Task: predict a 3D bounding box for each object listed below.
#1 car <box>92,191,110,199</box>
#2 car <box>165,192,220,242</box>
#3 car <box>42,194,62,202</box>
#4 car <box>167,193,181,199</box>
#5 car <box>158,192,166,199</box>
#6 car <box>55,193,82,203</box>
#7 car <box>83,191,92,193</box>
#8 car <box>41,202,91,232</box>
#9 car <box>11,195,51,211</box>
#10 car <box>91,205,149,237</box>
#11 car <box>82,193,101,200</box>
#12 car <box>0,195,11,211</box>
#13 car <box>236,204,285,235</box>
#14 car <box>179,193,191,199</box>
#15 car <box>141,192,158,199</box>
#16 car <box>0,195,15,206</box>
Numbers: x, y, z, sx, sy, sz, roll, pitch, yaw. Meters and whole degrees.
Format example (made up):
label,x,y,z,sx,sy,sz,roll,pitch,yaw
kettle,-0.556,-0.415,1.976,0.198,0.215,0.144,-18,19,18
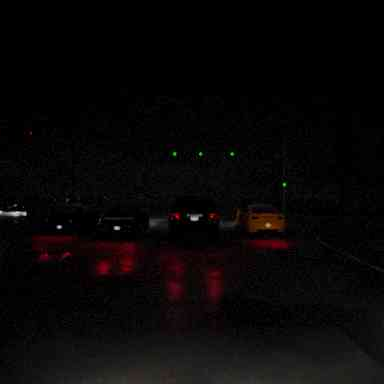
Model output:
label,x,y,z,sx,sy,sz,roll,pitch,yaw
car,-17.565,1.034,65.225,2.097,1.767,4.553,0,0,0
car,0.097,1.150,15.962,2.150,2.045,5.566,0,0,0
car,-28.187,1.213,67.165,2.033,1.411,5.357,0,0,-3
car,-5.048,1.081,92.002,2.033,1.411,5.357,0,0,-22
car,-8.257,1.028,90.600,1.882,1.535,5.008,0,0,-22
car,-17.534,1.125,46.579,2.097,1.767,4.553,0,0,0
car,-21.161,0.898,66.990,2.150,2.045,5.566,0,0,-3
car,-6.904,1.511,19.523,1.895,1.301,4.718,0,0,0
car,-17.593,1.386,36.723,1.994,1.385,4.181,0,0,0
car,-3.405,1.412,17.533,2.128,1.511,4.902,0,0,0
car,-17.516,1.275,55.828,2.033,1.411,5.357,0,0,0
car,-21.080,1.381,37.717,1.994,1.385,4.181,0,0,0
car,3.596,1.394,18.160,1.882,1.535,5.008,0,0,0
car,-2.005,1.058,93.871,1.812,1.442,4.674,0,0,-22
car,-11.435,1.034,89.101,1.882,1.535,5.008,0,0,-22
car,-28.013,1.270,48.551,1.837,1.490,4.892,0,0,0
